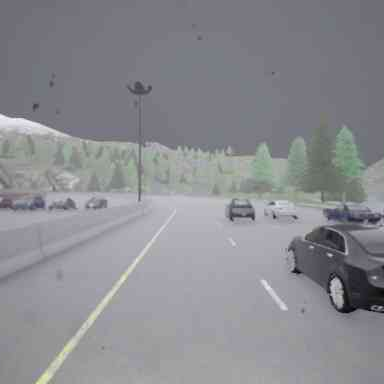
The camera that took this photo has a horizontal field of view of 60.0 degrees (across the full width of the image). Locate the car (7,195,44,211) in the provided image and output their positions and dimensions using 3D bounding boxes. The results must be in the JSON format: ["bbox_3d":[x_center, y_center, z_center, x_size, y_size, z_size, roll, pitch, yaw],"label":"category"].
[{"bbox_3d":[-17.761,1.141,36.471,2.097,1.767,4.553,0,0,-2],"label":"car"}]

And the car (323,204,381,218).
[{"bbox_3d":[10.584,1.470,22.442,1.895,1.301,4.718,0,0,0],"label":"car"}]

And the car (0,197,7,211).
[{"bbox_3d":[-21.253,1.315,36.633,1.812,1.442,4.674,0,0,-2],"label":"car"}]

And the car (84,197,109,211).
[{"bbox_3d":[-10.814,1.274,37.906,2.128,1.511,4.902,0,0,-2],"label":"car"}]

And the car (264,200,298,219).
[{"bbox_3d":[7.093,1.370,26.786,1.812,1.442,4.674,0,1,0],"label":"car"}]

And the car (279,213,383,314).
[{"bbox_3d":[3.581,1.460,7.507,1.837,1.490,4.892,0,0,0],"label":"car"}]

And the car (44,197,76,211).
[{"bbox_3d":[-14.259,1.314,36.787,1.812,1.442,4.674,0,0,-2],"label":"car"}]

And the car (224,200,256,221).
[{"bbox_3d":[3.592,1.346,25.365,2.128,1.511,4.902,0,0,0],"label":"car"}]
